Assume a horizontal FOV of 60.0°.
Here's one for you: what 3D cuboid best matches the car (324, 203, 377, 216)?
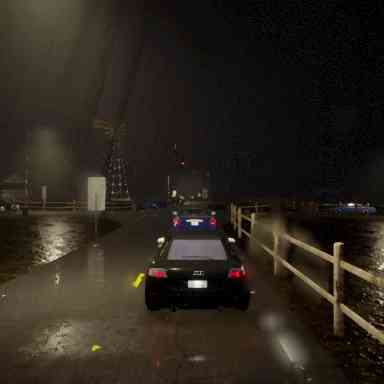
[{"bbox_3d":[17.898,1.951,37.702,5.357,1.411,2.033,1,-2,0],"label":"car"}]

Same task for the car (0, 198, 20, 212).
[{"bbox_3d":[-20.263,1.292,34.124,4.892,1.490,1.837,1,-2,0],"label":"car"}]

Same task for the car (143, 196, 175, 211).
[{"bbox_3d":[-4.581,1.601,44.006,1.882,1.535,5.008,0,0,23],"label":"car"}]

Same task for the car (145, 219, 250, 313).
[{"bbox_3d":[0.108,1.573,7.785,1.994,1.385,4.181,0,0,0],"label":"car"}]

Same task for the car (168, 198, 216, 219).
[{"bbox_3d":[0.118,1.380,16.428,2.097,1.767,4.553,0,0,0],"label":"car"}]

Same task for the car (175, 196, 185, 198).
[{"bbox_3d":[-2.754,1.560,58.445,2.097,1.767,4.553,0,0,0],"label":"car"}]

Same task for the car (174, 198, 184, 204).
[{"bbox_3d":[-2.654,1.885,70.320,1.895,1.301,4.718,0,0,0],"label":"car"}]
